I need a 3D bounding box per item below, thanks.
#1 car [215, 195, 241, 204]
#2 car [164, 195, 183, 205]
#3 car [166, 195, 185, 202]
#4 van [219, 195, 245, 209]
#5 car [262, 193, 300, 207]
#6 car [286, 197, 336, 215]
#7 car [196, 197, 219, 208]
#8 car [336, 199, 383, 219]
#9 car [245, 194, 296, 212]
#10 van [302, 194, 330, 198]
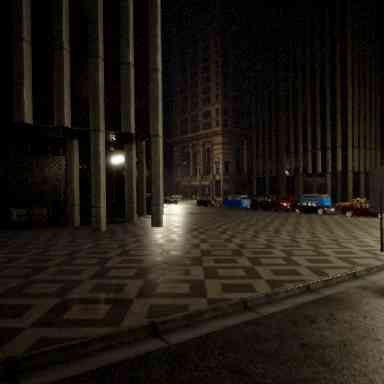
[{"bbox_3d":[6.047,1.296,56.442,1.752,1.417,4.829,-1,1,-36],"label":"car"},{"bbox_3d":[-4.018,1.438,55.810,2.008,1.369,4.403,-1,1,-36],"label":"car"},{"bbox_3d":[-3.539,1.257,69.755,2.008,1.369,4.403,-1,1,-36],"label":"car"},{"bbox_3d":[5.672,1.294,42.361,1.690,1.788,3.998,-1,1,-36],"label":"van"},{"bbox_3d":[12.601,1.130,47.335,2.192,1.841,5.009,-1,1,-36],"label":"car"},{"bbox_3d":[12.135,1.549,33.397,2.008,1.369,4.403,-1,1,-36],"label":"car"},{"bbox_3d":[2.443,1.371,46.843,1.967,1.590,4.097,-1,1,-36],"label":"car"},{"bbox_3d":[15.365,1.567,28.915,1.887,1.381,4.507,-1,1,-36],"label":"car"},{"bbox_3d":[8.903,1.290,37.878,2.192,1.841,5.009,-1,1,-36],"label":"car"},{"bbox_3d":[15.830,1.178,42.852,1.690,1.788,3.998,-1,1,-36],"label":"van"}]
